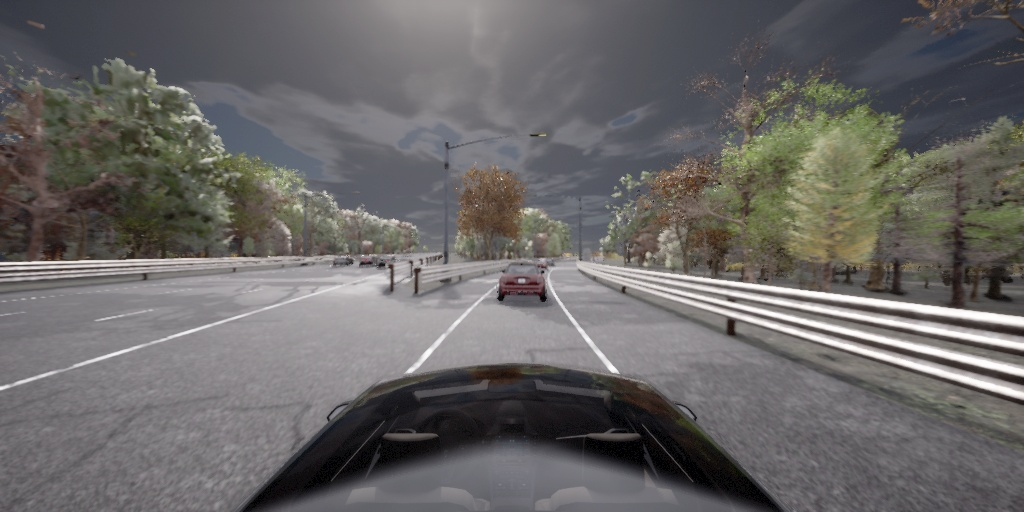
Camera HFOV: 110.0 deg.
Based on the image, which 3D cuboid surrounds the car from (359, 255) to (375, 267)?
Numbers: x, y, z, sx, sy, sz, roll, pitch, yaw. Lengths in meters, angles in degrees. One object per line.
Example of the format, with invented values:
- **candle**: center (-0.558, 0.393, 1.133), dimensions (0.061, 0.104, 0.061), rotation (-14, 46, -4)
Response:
- **car**: center (-20.500, 0.741, 51.559), dimensions (1.837, 1.490, 4.892), rotation (0, 0, -10)

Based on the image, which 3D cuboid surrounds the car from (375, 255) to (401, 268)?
- **car**: center (-16.103, 0.801, 46.697), dimensions (1.837, 1.490, 4.892), rotation (0, 0, -10)

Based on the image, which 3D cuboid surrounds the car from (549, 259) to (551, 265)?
- **car**: center (4.139, 1.314, 51.579), dimensions (1.895, 1.301, 4.718), rotation (0, 0, 8)

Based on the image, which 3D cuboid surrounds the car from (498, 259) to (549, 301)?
- **car**: center (0.544, 1.087, 17.559), dimensions (2.097, 1.767, 4.553), rotation (0, 0, 3)

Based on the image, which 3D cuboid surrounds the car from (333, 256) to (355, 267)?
- **car**: center (-24.024, 0.706, 51.393), dimensions (2.128, 1.511, 4.902), rotation (0, 0, -10)
